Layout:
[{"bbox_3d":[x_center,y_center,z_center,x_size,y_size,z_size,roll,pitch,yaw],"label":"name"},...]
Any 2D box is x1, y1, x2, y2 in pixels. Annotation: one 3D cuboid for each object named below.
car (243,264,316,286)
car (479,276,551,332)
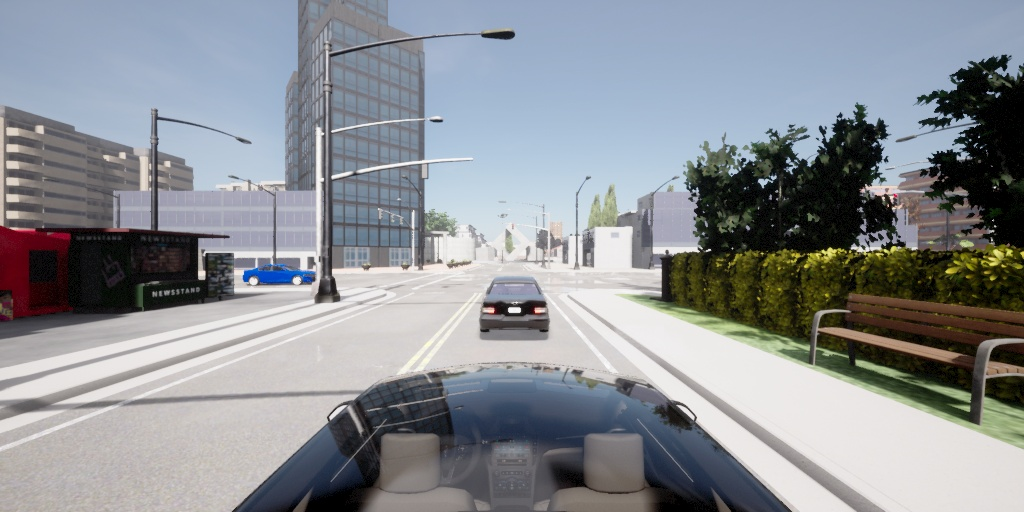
[{"bbox_3d":[-16.781,1.336,26.188,5.008,1.535,1.882,-1,0,0],"label":"car"},{"bbox_3d":[0.068,1.297,10.781,2.033,1.411,5.357,0,0,0],"label":"car"}]
